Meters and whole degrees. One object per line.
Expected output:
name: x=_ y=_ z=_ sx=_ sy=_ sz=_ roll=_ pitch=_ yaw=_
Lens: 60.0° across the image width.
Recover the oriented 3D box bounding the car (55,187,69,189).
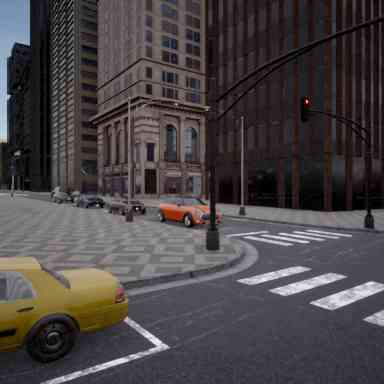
car: x=-21.924 y=0.132 z=55.759 sx=2.150 sy=2.045 sz=5.566 roll=0 pitch=1 yaw=-36

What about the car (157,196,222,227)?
car: x=-0.218 y=1.049 z=20.093 sx=2.097 sy=1.767 sz=4.553 roll=0 pitch=1 yaw=-36

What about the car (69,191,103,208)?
car: x=-10.834 y=0.892 z=34.937 sx=2.033 sy=1.411 sz=5.357 roll=0 pitch=1 yaw=-35

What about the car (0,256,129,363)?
car: x=-3.261 y=1.525 z=4.323 sx=4.829 sy=1.417 sz=1.752 roll=0 pitch=0 yaw=-35

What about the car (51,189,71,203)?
car: x=-16.670 y=0.661 z=43.144 sx=1.837 sy=1.490 sz=4.892 roll=0 pitch=1 yaw=-36

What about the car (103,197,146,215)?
car: x=-5.412 y=1.087 z=27.353 sx=1.994 sy=1.385 sz=4.181 roll=0 pitch=1 yaw=-36
